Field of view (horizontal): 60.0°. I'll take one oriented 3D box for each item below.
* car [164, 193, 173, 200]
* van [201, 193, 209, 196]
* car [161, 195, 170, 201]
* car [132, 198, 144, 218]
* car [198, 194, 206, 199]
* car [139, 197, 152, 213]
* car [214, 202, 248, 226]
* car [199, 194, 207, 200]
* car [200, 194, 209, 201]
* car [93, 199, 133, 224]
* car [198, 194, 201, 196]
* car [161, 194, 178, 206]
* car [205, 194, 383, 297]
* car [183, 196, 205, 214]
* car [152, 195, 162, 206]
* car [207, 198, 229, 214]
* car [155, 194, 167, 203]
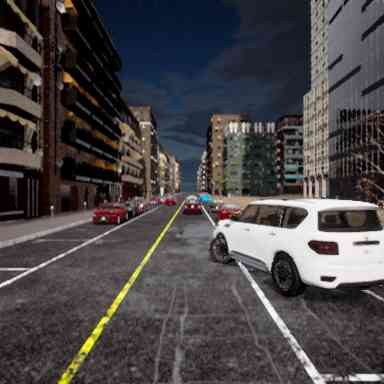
[{"bbox_3d":[-5.911,1.144,82.677,1.967,1.590,4.097,1,0,0],"label":"car"},{"bbox_3d":[2.649,1.103,66.032,1.690,1.788,3.998,1,0,0],"label":"van"},{"bbox_3d":[-5.851,1.316,73.774,1.802,1.307,4.206,1,0,0],"label":"car"},{"bbox_3d":[-5.716,1.458,29.217,1.947,1.339,4.313,1,0,0],"label":"car"},{"bbox_3d":[2.717,1.228,90.494,2.008,1.369,4.403,1,0,0],"label":"car"},{"bbox_3d":[-5.721,1.312,34.786,1.967,1.590,4.097,1,0,0],"label":"car"},{"bbox_3d":[2.671,1.457,23.656,1.887,1.381,4.507,1,0,0],"label":"car"},{"bbox_3d":[2.724,1.247,84.924,2.008,1.369,4.403,1,0,0],"label":"car"},{"bbox_3d":[2.692,1.277,74.494,1.887,1.381,4.507,1,0,0],"label":"car"},{"bbox_3d":[-5.709,1.457,23.647,1.887,1.381,4.507,1,0,0],"label":"car"},{"bbox_3d":[0.026,1.333,53.201,1.812,1.442,4.674,0,0,0],"label":"car"},{"bbox_3d":[-3.124,1.418,50.328,1.895,1.301,4.718,0,0,0],"label":"car"},{"bbox_3d":[2.435,1.190,8.824,2.150,2.045,5.566,0,0,-19],"label":"car"},{"bbox_3d":[0.058,1.424,33.699,2.033,1.411,5.357,0,0,0],"label":"car"},{"bbox_3d":[-5.744,1.395,51.496,1.802,1.307,4.206,1,0,0],"label":"car"},{"bbox_3d":[2.657,1.423,34.796,2.008,1.369,4.403,1,0,0],"label":"car"},{"bbox_3d":[-5.761,1.214,62.635,1.967,1.590,4.097,1,0,0],"label":"car"}]
